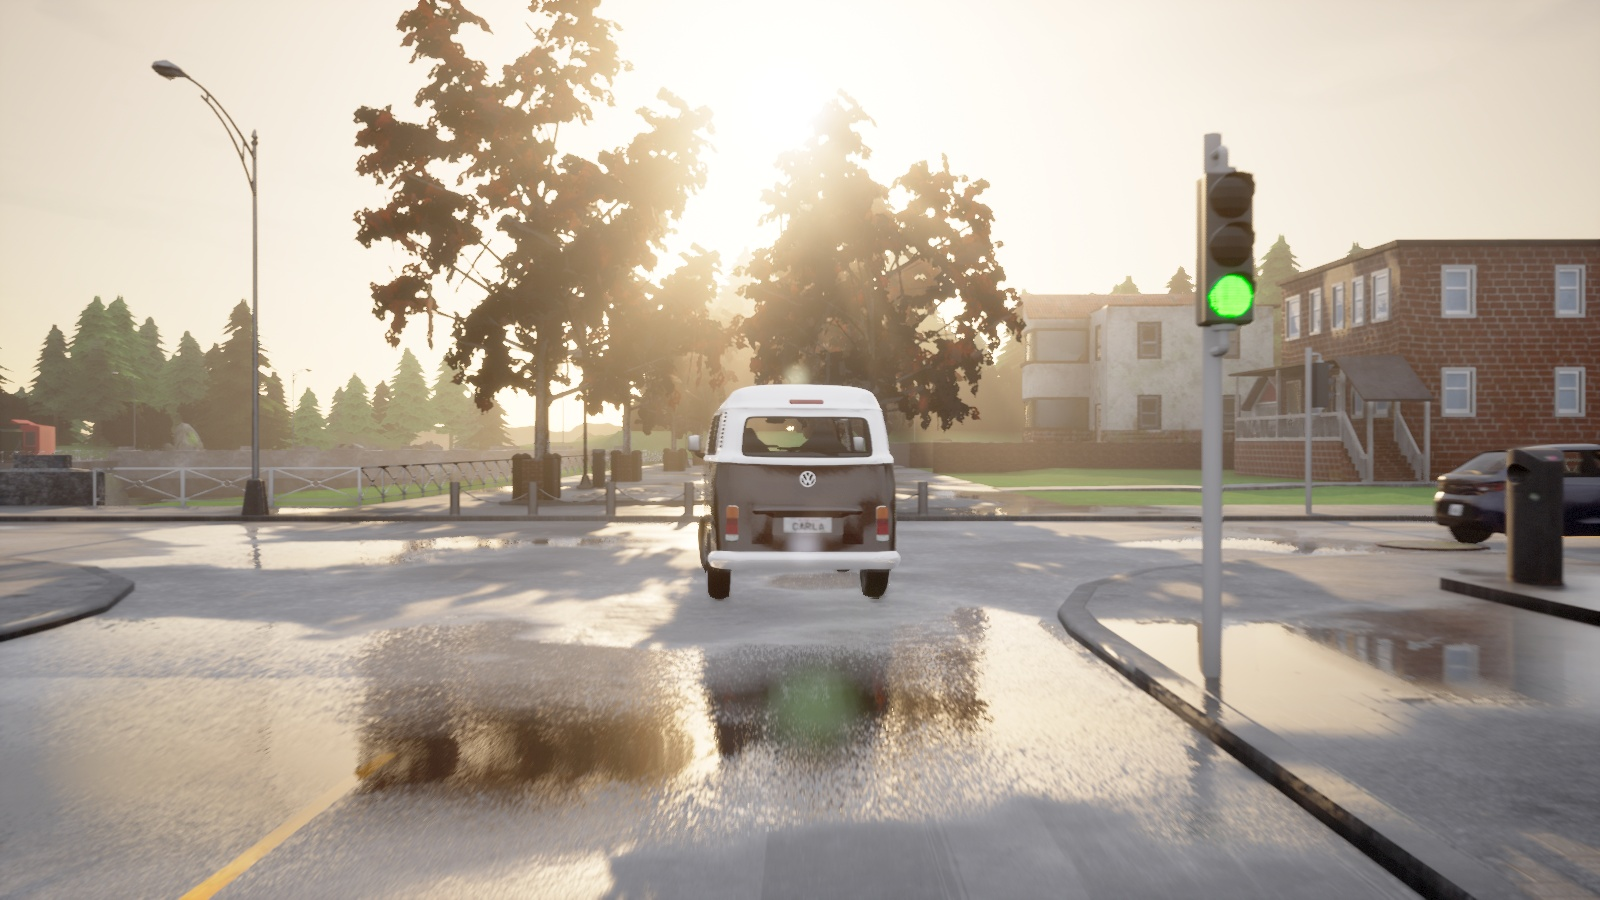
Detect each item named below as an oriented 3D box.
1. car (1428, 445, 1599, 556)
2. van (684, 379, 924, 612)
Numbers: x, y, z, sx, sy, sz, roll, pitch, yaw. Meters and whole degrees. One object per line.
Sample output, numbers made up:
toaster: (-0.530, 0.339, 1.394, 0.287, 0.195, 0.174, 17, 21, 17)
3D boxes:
car: (11.403, 0.669, 17.700, 4.193, 1.474, 1.816, 0, 0, -1)
van: (-0.161, 0.395, 13.289, 2.069, 2.038, 4.480, 1, 0, -6)
